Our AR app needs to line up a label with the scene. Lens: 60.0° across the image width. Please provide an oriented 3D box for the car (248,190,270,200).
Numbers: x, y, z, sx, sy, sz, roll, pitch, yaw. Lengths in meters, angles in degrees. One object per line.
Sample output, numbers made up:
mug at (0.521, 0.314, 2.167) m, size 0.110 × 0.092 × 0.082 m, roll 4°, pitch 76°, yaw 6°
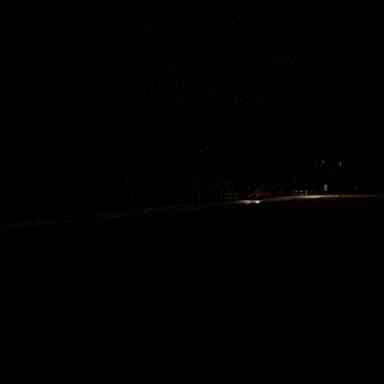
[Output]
car at (10.597, 0.492, 52.267) m, size 1.882 × 1.535 × 5.008 m, roll -1°, pitch 0°, yaw 36°
